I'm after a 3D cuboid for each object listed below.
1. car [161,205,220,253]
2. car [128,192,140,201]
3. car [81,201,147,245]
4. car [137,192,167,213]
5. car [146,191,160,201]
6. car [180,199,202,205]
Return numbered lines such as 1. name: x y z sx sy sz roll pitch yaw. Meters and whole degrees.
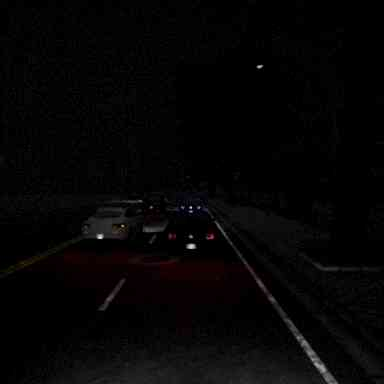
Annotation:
1. car: -0.013 1.413 12.816 1.895 1.301 4.718 0 1 0
2. car: -10.051 0.699 58.556 1.882 1.535 5.008 0 1 0
3. car: -3.259 1.319 14.147 1.812 1.442 4.674 0 1 0
4. car: -3.320 1.062 29.623 1.882 1.535 5.008 0 1 0
5. car: -6.801 0.699 58.569 1.882 1.535 5.008 0 1 0
6. car: -0.076 1.208 27.831 1.895 1.301 4.718 0 1 0
